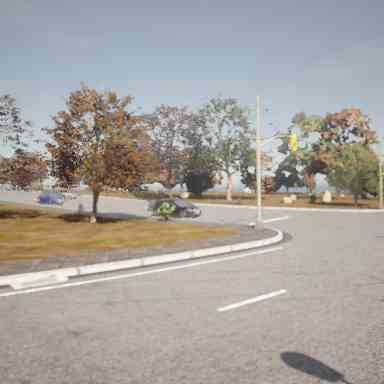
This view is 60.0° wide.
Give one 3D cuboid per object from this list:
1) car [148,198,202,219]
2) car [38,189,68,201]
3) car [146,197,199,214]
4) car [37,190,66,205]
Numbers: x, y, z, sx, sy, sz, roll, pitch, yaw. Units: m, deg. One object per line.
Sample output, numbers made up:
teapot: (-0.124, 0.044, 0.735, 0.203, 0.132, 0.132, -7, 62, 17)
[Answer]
car: (-1.328, 1.373, 28.057, 4.674, 1.442, 1.812, 1, 2, 39)
car: (-19.973, 0.430, 47.770, 4.892, 1.490, 1.837, 3, 3, 40)
car: (-2.036, 1.279, 33.143, 5.357, 1.411, 2.033, 1, 2, 39)
car: (-17.467, 0.783, 41.189, 4.674, 1.442, 1.812, 3, 3, 39)
